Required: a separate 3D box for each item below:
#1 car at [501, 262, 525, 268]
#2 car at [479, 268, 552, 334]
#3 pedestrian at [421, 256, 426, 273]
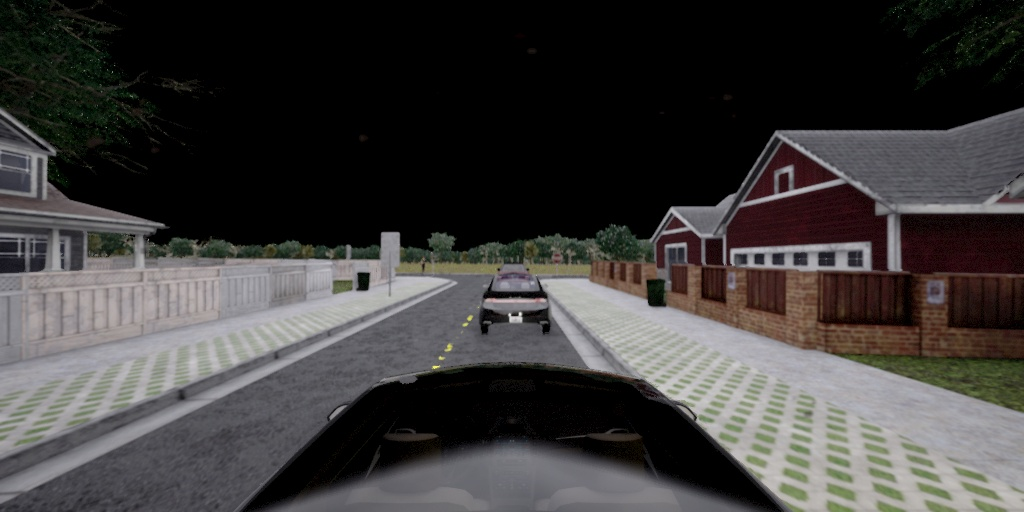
[{"bbox_3d":[0.080,1.175,23.121,2.097,1.767,4.553,0,0,0],"label":"car"},{"bbox_3d":[0.091,1.270,10.731,2.128,1.511,4.902,0,0,0],"label":"car"},{"bbox_3d":[-9.708,0.945,39.211,0.375,1.860,0.375,0,-1,0],"label":"pedestrian"}]
